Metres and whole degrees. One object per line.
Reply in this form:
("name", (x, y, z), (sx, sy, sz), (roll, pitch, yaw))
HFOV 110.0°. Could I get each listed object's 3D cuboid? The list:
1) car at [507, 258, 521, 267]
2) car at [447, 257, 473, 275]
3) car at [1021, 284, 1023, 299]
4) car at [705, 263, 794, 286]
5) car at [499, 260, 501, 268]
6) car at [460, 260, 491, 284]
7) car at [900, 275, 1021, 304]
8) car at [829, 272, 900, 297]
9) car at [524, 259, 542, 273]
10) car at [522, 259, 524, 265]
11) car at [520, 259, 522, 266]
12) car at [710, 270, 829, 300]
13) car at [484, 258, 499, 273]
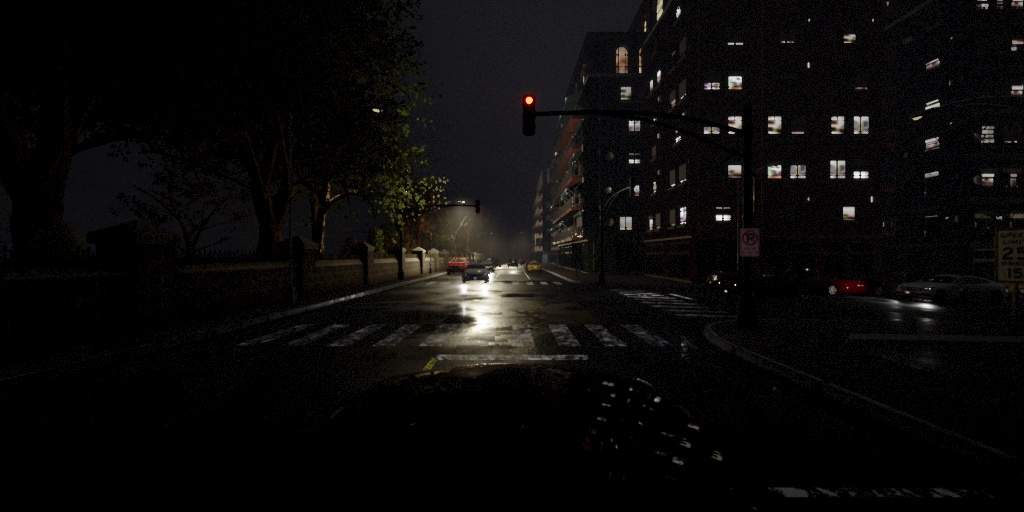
("car", (0.166, 1.319, 64.291), (2.033, 1.411, 5.357), (0, 0, -1))
("car", (-5.651, 1.069, 38.517), (2.192, 1.841, 5.009), (0, 0, 0))
("car", (31.536, 1.857, 21.946), (4.829, 1.417, 1.751), (0, 0, 0))
("car", (14.619, 1.338, 21.911), (5.009, 1.841, 2.192), (0, 0, 0))
("car", (-2.992, 1.121, 62.724), (2.097, 1.767, 4.553), (0, 0, 0))
("car", (-2.771, 1.276, 27.216), (1.812, 1.442, 4.674), (0, 0, -5))
("car", (23.664, 1.723, 19.333), (4.674, 1.442, 1.812), (1, 0, 0))
("car", (20.314, 1.671, 21.923), (4.507, 1.381, 1.888), (0, 0, 0))
("car", (2.735, 1.283, 44.214), (1.751, 1.417, 4.829), (0, 0, 0))
("car", (2.741, 1.306, 49.579), (1.888, 1.381, 4.507), (0, 0, 0))
("car", (2.747, 1.316, 55.115), (2.007, 1.370, 4.403), (0, 0, 0))
("car", (13.722, 1.618, 19.315), (4.718, 1.301, 1.895), (1, 0, 0))
("car", (-3.055, 1.249, 44.063), (2.128, 1.511, 4.902), (0, 0, 0))
